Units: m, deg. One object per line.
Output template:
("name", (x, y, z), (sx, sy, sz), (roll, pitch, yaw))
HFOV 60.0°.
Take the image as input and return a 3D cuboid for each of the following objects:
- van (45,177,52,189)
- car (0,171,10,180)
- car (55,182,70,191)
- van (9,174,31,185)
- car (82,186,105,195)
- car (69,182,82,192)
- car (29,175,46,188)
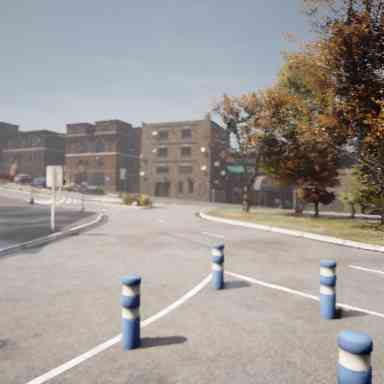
("van", (-24.975, -1.514, 62.223), (1.878, 1.987, 4.442), (6, 1, 5))
("car", (-38.733, -3.167, 68.471), (2.435, 2.045, 5.566), (6, 1, 5))
("car", (-22.269, -0.962, 60.659), (1.946, 1.575, 5.366), (7, 1, 5))
("van", (-33.238, -2.487, 65.792), (1.878, 1.987, 4.442), (7, 1, 5))
("car", (-16.762, -0.310, 58.303), (2.231, 1.521, 4.892), (6, 1, 5))
("car", (-19.509, -0.596, 59.580), (2.002, 1.452, 4.674), (7, 1, 5))
("car", (-27.726, -1.862, 63.345), (2.435, 2.045, 5.566), (7, 1, 5))
